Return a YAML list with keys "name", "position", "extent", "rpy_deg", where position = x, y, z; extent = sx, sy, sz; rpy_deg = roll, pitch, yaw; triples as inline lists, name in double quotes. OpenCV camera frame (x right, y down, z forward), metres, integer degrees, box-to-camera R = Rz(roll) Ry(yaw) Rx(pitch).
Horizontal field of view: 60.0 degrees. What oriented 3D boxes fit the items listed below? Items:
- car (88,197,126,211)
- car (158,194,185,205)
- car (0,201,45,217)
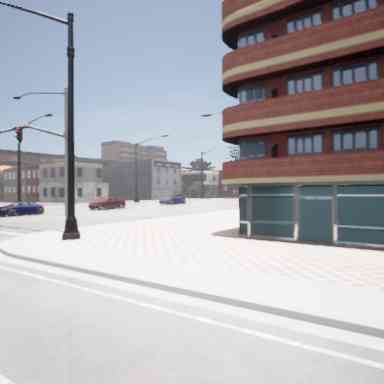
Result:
- name: "car"
  position: [-10.369, 1.382, 40.795]
  extent: [1.882, 1.535, 5.008]
  rpy_deg: [0, 1, 36]
- name: "car"
  position: [-3.043, 1.041, 50.642]
  extent: [2.097, 1.767, 4.553]
  rpy_deg: [0, 1, 37]
- name: "car"
  position: [-16.634, 1.621, 32.363]
  extent: [1.994, 1.385, 4.181]
  rpy_deg: [0, 0, 37]
